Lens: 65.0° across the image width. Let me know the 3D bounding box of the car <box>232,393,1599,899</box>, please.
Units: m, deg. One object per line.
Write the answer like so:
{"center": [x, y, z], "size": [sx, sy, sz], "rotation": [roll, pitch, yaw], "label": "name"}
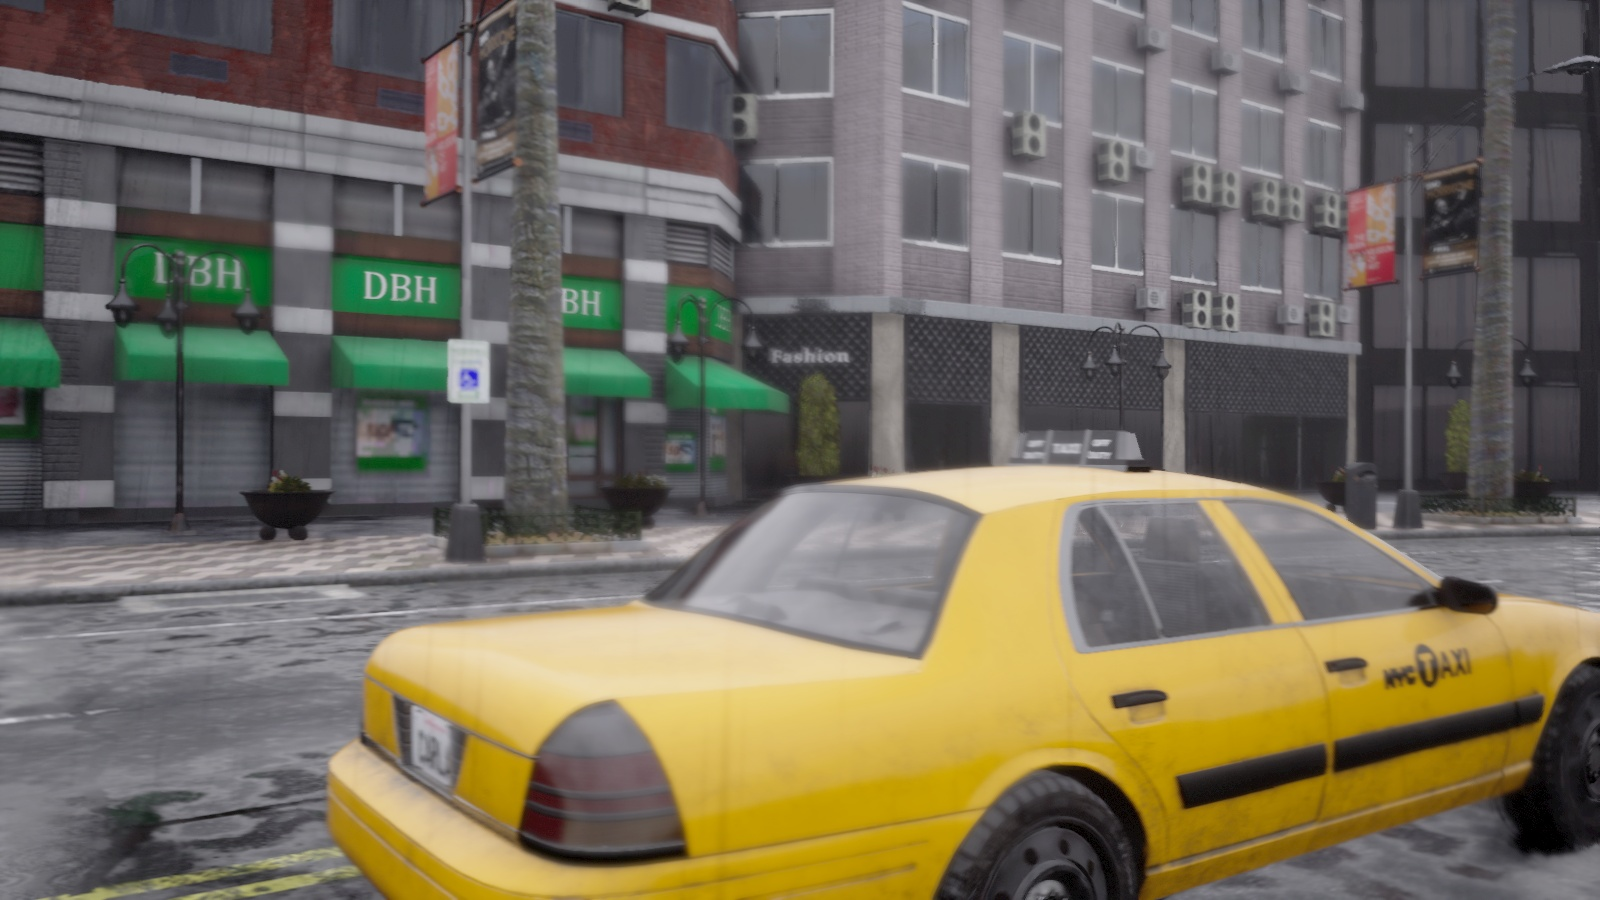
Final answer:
{"center": [1.061, 0.697, 4.454], "size": [5.366, 1.575, 1.801], "rotation": [0, 0, -35], "label": "car"}
